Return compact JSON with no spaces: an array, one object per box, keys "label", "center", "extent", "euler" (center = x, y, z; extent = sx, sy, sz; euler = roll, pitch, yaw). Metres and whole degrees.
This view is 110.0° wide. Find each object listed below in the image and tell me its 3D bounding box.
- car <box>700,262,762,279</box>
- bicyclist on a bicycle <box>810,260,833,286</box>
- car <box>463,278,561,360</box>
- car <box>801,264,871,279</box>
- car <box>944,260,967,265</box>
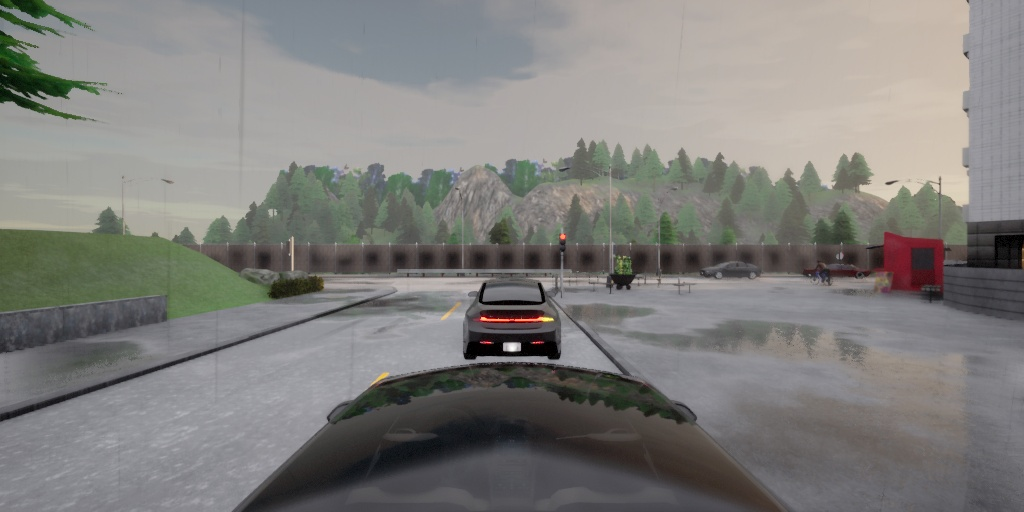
[{"label":"car","center":[19.055,1.254,31.363],"extent":[4.892,1.490,1.837],"euler":[0,0,-1]},{"label":"bicyclist on a bicycle","center":[19.811,1.098,22.970],"extent":[0.582,1.620,1.656],"euler":[0,0,-1]},{"label":"car","center":[0.001,1.255,8.341],"extent":[1.837,1.490,4.892],"euler":[0,0,0]},{"label":"car","center":[28.311,1.350,31.440],"extent":[4.718,1.301,1.895],"euler":[0,0,0]},{"label":"car","center":[38.601,1.101,31.513],"extent":[4.553,1.767,2.097],"euler":[0,0,0]}]
